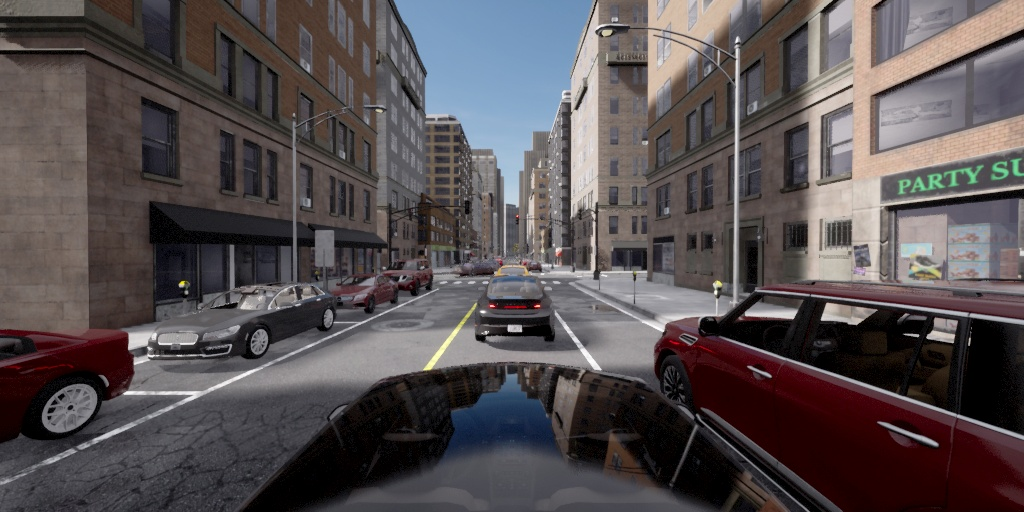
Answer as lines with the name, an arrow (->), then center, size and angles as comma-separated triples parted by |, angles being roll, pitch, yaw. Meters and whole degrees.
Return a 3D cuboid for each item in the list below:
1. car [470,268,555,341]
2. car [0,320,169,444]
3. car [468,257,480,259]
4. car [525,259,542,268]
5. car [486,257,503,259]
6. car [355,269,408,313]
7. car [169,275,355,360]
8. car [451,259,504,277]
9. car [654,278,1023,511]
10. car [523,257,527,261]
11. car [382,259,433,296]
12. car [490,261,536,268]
car -> 0.079, 1.254, 9.838 | 1.837, 1.490, 4.892 | 0, 0, 0
car -> -5.668, 1.294, 2.640 | 1.888, 1.381, 4.507 | 0, 0, 0
car -> -5.565, 1.090, 51.952 | 2.192, 1.841, 5.009 | 0, 0, 0
car -> 2.949, 1.351, 46.397 | 1.802, 1.307, 4.207 | 0, 0, 0
car -> -2.977, 1.330, 57.222 | 2.033, 1.411, 5.357 | 0, 0, 0
car -> -5.644, 1.331, 13.805 | 1.802, 1.307, 4.207 | 0, 0, 0
car -> -5.656, 1.299, 8.222 | 2.007, 1.370, 4.403 | 0, 0, 0
car -> -3.263, 1.297, 34.662 | 5.357, 1.411, 2.033 | -1, 1, -40
car -> 2.858, 1.064, 2.645 | 2.192, 1.841, 5.009 | 0, 0, 0
car -> 2.961, 1.301, 52.130 | 1.751, 1.417, 4.829 | 0, 0, 0
car -> -5.633, 1.065, 19.388 | 2.192, 1.841, 5.009 | 0, 0, 0
car -> 0.047, 1.228, 18.955 | 1.882, 1.535, 5.008 | 0, 0, 1
